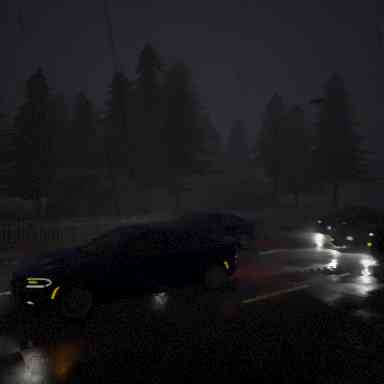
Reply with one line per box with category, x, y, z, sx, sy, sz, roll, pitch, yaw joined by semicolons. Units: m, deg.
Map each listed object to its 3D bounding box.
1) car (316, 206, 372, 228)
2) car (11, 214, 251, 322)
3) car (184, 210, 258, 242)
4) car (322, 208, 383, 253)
car;9.518;1.537;19.344;5.357;1.411;2.033;0;0;-36
car;-1.203;1.475;7.432;5.008;1.535;1.882;0;0;-35
car;0.355;1.473;12.835;5.008;1.535;1.882;0;0;-36
car;7.543;1.557;13.652;4.181;1.385;1.994;0;0;-36
